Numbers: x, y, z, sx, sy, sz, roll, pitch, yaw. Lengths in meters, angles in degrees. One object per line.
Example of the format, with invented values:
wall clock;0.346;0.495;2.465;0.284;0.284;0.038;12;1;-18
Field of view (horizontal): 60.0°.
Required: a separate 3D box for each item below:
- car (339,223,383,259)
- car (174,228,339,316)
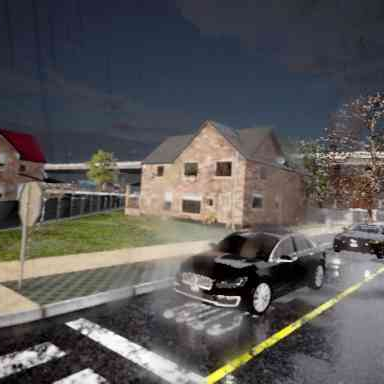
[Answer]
car;8.203;2.181;15.722;1.994;1.385;4.181;2;-1;40
car;1.682;1.678;8.092;1.837;1.490;4.892;2;-1;42
